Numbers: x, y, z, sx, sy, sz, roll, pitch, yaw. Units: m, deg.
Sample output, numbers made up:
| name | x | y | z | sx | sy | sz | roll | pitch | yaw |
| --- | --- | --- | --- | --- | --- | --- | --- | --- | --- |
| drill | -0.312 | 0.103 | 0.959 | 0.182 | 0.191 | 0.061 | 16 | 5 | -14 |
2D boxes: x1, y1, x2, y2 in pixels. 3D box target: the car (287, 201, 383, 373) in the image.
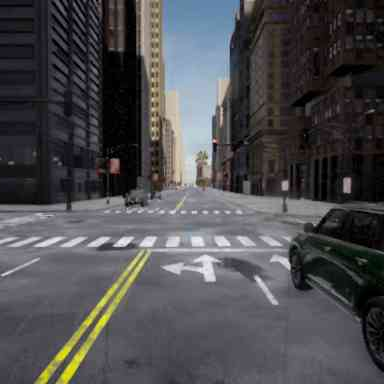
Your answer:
| name | x | y | z | sx | sy | sz | roll | pitch | yaw |
| --- | --- | --- | --- | --- | --- | --- | --- | --- | --- |
| car | 3.351 | 1.157 | 5.619 | 2.150 | 2.045 | 5.566 | 0 | 1 | 0 |

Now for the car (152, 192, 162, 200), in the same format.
| name | x | y | z | sx | sy | sz | roll | pitch | yaw |
| --- | --- | --- | --- | --- | --- | --- | --- | --- | --- |
| car | -6.510 | 0.747 | 60.878 | 1.837 | 1.490 | 4.892 | 0 | 0 | 0 |

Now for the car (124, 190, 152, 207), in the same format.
| name | x | y | z | sx | sy | sz | roll | pitch | yaw |
| --- | --- | --- | --- | --- | --- | --- | --- | --- | --- |
| car | -6.592 | 0.734 | 39.923 | 2.150 | 2.045 | 5.566 | 0 | 1 | 0 |
